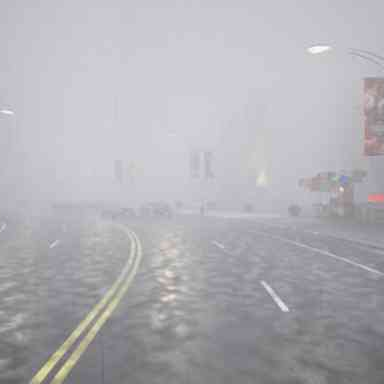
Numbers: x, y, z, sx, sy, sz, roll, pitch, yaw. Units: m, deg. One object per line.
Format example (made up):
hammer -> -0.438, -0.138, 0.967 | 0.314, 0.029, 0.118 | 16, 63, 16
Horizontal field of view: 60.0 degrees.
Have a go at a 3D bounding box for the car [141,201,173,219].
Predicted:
car -> -3.438, 1.571, 30.488 | 1.837, 1.490, 4.892 | 0, 0, -31

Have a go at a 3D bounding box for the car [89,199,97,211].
car -> -10.905, 1.579, 39.587 | 4.902, 1.511, 2.128 | 0, 0, 43

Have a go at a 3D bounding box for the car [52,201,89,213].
car -> -14.099, 1.684, 37.798 | 4.718, 1.301, 1.895 | 0, 0, 42

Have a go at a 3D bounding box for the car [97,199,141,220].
car -> -6.444, 1.588, 28.880 | 1.812, 1.442, 4.674 | 0, 0, -32
